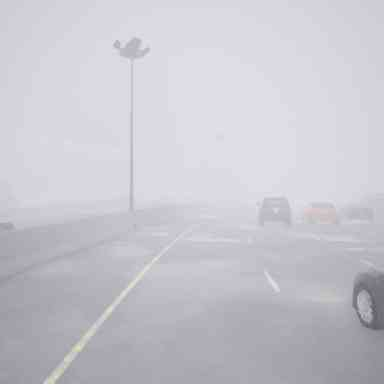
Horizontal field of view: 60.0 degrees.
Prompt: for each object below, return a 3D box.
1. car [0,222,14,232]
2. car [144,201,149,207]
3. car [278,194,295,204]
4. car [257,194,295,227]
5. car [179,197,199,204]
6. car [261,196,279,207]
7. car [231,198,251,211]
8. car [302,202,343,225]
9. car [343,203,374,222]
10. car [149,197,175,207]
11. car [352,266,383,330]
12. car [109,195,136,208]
[{"bbox_3d":[-9.803,1.641,13.987,1.895,1.301,4.718,0,0,6],"label":"car"},{"bbox_3d":[-6.452,1.881,57.414,1.895,1.301,4.718,0,0,22],"label":"car"},{"bbox_3d":[20.916,1.550,73.396,2.150,2.045,5.566,0,0,33],"label":"car"},{"bbox_3d":[5.995,1.372,24.407,2.150,2.045,5.566,0,0,11],"label":"car"},{"bbox_3d":[-0.440,1.634,53.514,2.097,1.767,4.553,0,0,21],"label":"car"},{"bbox_3d":[14.640,1.733,62.166,2.097,1.767,4.553,0,0,27],"label":"car"},{"bbox_3d":[6.838,1.621,46.484,2.097,1.767,4.553,0,0,19],"label":"car"},{"bbox_3d":[9.870,1.524,25.811,2.097,1.767,4.553,0,0,11],"label":"car"},{"bbox_3d":[14.065,1.679,28.689,1.882,1.535,5.008,0,0,13],"label":"car"},{"bbox_3d":[-4.387,1.616,52.882,2.097,1.767,4.553,0,0,20],"label":"car"},{"bbox_3d":[3.764,1.540,4.096,1.837,1.490,4.892,0,0,2],"label":"car"},{"bbox_3d":[-11.274,1.468,54.484,2.150,2.045,5.566,0,0,20],"label":"car"}]
